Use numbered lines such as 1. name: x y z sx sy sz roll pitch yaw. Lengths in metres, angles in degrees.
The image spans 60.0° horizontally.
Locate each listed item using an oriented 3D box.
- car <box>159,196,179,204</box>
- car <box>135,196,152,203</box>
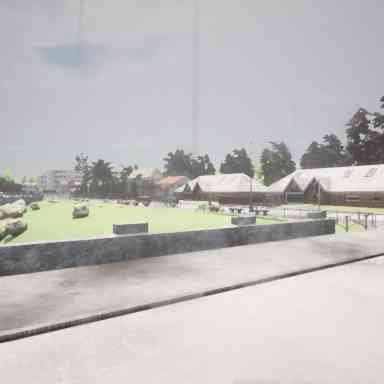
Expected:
1. car: -4.211 1.491 60.696 2.128 1.511 4.902 0 0 -35
2. car: -10.097 1.502 68.969 1.837 1.490 4.892 0 0 -35
